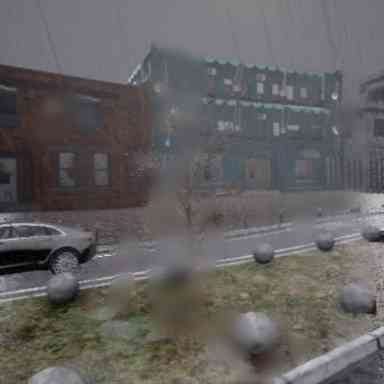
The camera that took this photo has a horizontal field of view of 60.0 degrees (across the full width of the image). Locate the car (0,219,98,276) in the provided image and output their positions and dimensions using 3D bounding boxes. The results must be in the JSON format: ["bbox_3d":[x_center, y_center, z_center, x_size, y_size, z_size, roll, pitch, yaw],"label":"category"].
[{"bbox_3d":[-4.931,1.471,8.558,4.902,1.511,2.128,0,0,-34],"label":"car"}]
